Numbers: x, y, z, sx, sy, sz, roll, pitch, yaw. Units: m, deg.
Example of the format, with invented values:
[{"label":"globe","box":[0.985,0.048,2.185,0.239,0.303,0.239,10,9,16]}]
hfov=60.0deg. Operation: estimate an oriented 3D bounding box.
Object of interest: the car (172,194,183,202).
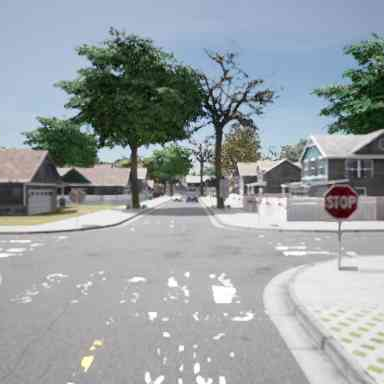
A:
[{"label":"car","box":[-2.748,1.070,61.622,1.812,1.442,4.674,0,0,0]}]

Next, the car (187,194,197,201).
[{"label":"car","box":[0.002,1.066,67.871,1.994,1.385,4.181,0,0,0]}]

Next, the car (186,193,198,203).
[{"label":"car","box":[0.001,0.925,57.804,2.097,1.767,4.553,0,0,0]}]
